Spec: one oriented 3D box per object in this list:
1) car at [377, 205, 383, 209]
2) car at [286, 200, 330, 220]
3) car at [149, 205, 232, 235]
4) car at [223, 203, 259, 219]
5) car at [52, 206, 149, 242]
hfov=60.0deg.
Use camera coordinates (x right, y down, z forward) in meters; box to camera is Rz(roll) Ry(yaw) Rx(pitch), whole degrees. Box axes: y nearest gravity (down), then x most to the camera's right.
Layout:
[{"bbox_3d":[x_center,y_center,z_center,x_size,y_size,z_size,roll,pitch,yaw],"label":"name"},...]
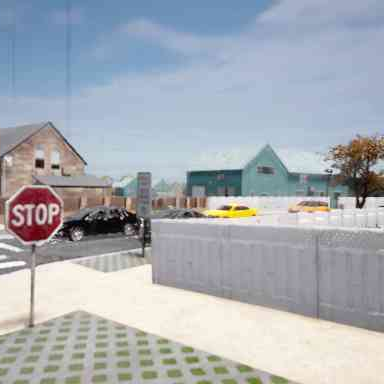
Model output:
[{"bbox_3d":[23.858,1.913,39.073,4.892,1.490,1.837,1,2,-27],"label":"car"},{"bbox_3d":[10.856,1.586,30.962,4.553,1.767,2.097,1,2,-35],"label":"car"},{"bbox_3d":[-0.302,1.652,17.508,1.837,1.490,4.892,2,1,44],"label":"car"},{"bbox_3d":[2.866,1.604,24.503,5.008,1.535,1.882,1,1,-42],"label":"car"},{"bbox_3d":[-4.855,1.519,16.823,1.837,1.490,4.892,3,1,43],"label":"car"}]
